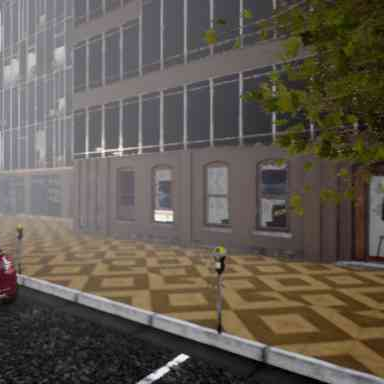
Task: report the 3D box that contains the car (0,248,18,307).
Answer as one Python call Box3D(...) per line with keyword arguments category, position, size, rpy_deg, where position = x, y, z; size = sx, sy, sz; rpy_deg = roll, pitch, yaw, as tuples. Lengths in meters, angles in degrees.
Box3D(category="car", position=(-5.323, 1.402, 6.669), size=(4.097, 1.590, 1.967), rpy_deg=(0, 0, 35))
